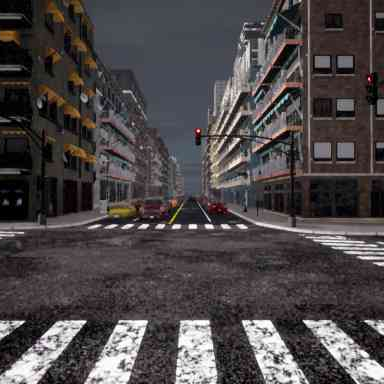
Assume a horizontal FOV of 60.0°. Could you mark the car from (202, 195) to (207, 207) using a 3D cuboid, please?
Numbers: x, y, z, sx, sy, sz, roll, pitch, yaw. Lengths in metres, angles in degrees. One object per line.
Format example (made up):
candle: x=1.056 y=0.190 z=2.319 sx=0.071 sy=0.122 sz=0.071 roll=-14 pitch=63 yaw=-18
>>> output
car: x=2.571 y=1.450 z=39.062 sx=1.967 sy=1.590 sz=4.097 roll=1 pitch=0 yaw=0

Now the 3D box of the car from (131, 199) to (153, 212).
car: x=-5.811 y=1.554 z=39.048 sx=1.887 sy=1.381 sz=4.507 roll=1 pitch=0 yaw=0

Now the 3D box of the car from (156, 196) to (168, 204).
car: x=-5.902 y=1.572 z=66.665 sx=2.008 sy=1.369 sz=4.403 roll=1 pitch=0 yaw=0

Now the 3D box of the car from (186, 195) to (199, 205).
car: x=-0.092 y=1.523 z=58.745 sx=1.837 sy=1.490 sz=4.892 roll=0 pitch=0 yaw=0

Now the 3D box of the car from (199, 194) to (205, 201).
car: x=2.732 y=1.380 z=81.851 sx=2.097 sy=1.767 sz=4.553 roll=0 pitch=0 yaw=0

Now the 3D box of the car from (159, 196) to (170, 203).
car: x=-5.920 y=1.568 z=72.189 sx=1.887 sy=1.381 sz=4.507 roll=1 pitch=0 yaw=0

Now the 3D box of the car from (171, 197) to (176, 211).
car: x=-3.224 y=1.557 z=37.576 sx=2.033 sy=1.411 sz=5.357 roll=0 pitch=0 yaw=0

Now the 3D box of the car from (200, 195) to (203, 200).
car: x=2.533 y=1.596 z=50.108 sx=1.802 sy=1.307 sz=4.206 roll=1 pitch=0 yaw=0

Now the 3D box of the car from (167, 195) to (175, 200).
car: x=-5.992 y=1.587 z=94.282 sx=2.008 sy=1.369 sz=4.403 roll=1 pitch=0 yaw=0

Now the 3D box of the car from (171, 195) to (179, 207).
car: x=-3.246 y=1.365 z=47.366 sx=2.097 sy=1.767 sz=4.553 roll=0 pitch=0 yaw=0

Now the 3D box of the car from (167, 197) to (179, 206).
car: x=-3.249 y=1.617 z=57.224 sx=1.895 sy=1.301 sz=4.718 roll=0 pitch=0 yaw=0

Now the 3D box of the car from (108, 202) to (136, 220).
car: x=-5.773 y=1.532 z=27.831 sx=1.752 sy=1.417 sz=4.829 roll=1 pitch=0 yaw=0

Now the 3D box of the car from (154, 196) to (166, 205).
car: x=-5.883 y=1.543 z=60.972 sx=1.752 sy=1.417 sz=4.829 roll=1 pitch=0 yaw=0

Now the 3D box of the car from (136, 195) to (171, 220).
car: x=-3.166 y=1.359 z=28.084 sx=2.097 sy=1.767 sz=4.553 roll=0 pitch=0 yaw=-1

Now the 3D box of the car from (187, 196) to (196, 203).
car: x=-0.151 y=1.623 z=70.025 sx=1.895 sy=1.301 sz=4.718 roll=0 pitch=0 yaw=0

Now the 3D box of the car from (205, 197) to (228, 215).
car: x=2.588 y=1.553 z=33.538 sx=1.887 sy=1.381 sz=4.507 roll=1 pitch=0 yaw=0
